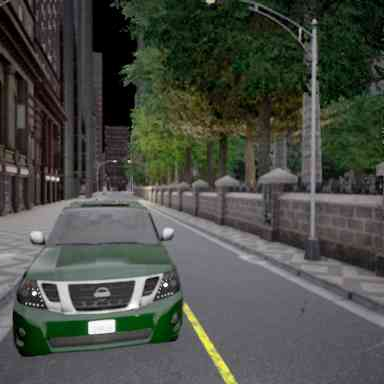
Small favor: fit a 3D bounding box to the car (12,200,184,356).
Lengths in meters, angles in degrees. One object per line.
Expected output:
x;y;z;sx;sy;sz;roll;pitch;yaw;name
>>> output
-1.695;1.221;6.567;2.150;2.045;5.566;0;0;-14;car
